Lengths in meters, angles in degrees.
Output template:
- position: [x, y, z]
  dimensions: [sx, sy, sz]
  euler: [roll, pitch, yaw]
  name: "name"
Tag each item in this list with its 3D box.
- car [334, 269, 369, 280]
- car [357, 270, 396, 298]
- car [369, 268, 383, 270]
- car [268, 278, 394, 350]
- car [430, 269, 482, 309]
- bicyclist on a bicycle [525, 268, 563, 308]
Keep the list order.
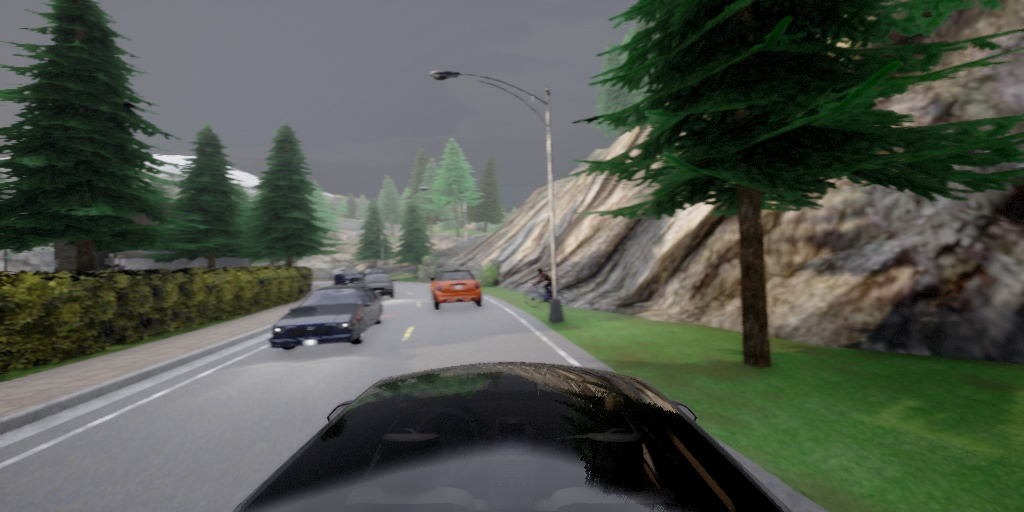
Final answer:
- position: [-17.295, 2.197, 38.078]
  dimensions: [2.097, 1.767, 4.553]
  euler: [-2, -1, -40]
  name: "car"
- position: [-8.416, 1.825, 22.418]
  dimensions: [1.837, 1.490, 4.892]
  euler: [-2, -1, -21]
  name: "car"
- position: [-16.423, 2.214, 42.138]
  dimensions: [2.097, 1.767, 4.553]
  euler: [-2, -1, -43]
  name: "car"
- position: [-5.030, 1.596, 10.616]
  dimensions: [2.033, 1.411, 5.357]
  euler: [-2, -1, -11]
  name: "car"
- position: [-2.808, 1.396, 17.287]
  dimensions: [2.097, 1.767, 4.553]
  euler: [-2, -1, -15]
  name: "car"
- position: [1.323, 1.310, 14.828]
  dimensions: [1.656, 1.620, 0.582]
  euler: [-1, -1, -12]
  name: "bicyclist on a bicycle"
